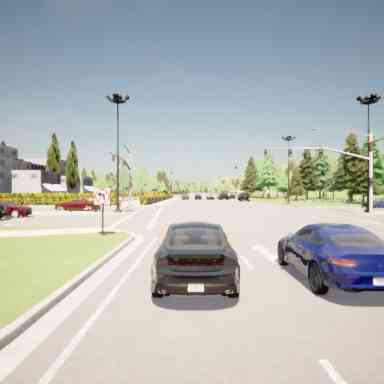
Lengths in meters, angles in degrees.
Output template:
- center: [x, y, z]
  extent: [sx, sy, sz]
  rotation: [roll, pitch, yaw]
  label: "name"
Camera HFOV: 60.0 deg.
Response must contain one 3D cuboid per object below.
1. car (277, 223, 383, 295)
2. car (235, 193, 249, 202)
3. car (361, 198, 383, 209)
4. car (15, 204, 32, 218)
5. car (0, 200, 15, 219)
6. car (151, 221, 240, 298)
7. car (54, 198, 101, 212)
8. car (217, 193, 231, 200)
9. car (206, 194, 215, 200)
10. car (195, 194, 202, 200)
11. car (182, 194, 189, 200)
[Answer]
- center: [3.584, 1.523, 8.588]
  extent: [1.812, 1.442, 4.674]
  rotation: [0, 0, 0]
  label: "car"
- center: [12.186, 1.202, 79.002]
  extent: [2.150, 2.045, 5.566]
  rotation: [0, 0, 0]
  label: "car"
- center: [25.972, 1.534, 45.109]
  extent: [5.357, 1.411, 2.033]
  rotation: [0, 0, -1]
  label: "car"
- center: [-16.784, 1.469, 29.365]
  extent: [5.008, 1.535, 1.882]
  rotation: [0, 0, -1]
  label: "car"
- center: [-17.358, 1.214, 25.857]
  extent: [5.566, 2.045, 2.150]
  rotation: [0, 0, -1]
  label: "car"
- center: [0.079, 1.502, 8.499]
  extent: [1.837, 1.490, 4.892]
  rotation: [0, 0, 0]
  label: "car"
- center: [-12.929, 1.466, 37.615]
  extent: [5.008, 1.535, 1.882]
  rotation: [0, 0, -1]
  label: "car"
- center: [8.726, 1.191, 91.314]
  extent: [2.150, 2.045, 5.566]
  rotation: [0, 0, 0]
  label: "car"
- center: [5.229, 1.562, 92.159]
  extent: [1.895, 1.301, 4.718]
  rotation: [0, 0, 0]
  label: "car"
- center: [1.728, 1.444, 91.724]
  extent: [1.882, 1.535, 5.008]
  rotation: [0, 0, 0]
  label: "car"
- center: [-1.774, 1.491, 91.320]
  extent: [2.128, 1.511, 4.902]
  rotation: [0, 0, 0]
  label: "car"
